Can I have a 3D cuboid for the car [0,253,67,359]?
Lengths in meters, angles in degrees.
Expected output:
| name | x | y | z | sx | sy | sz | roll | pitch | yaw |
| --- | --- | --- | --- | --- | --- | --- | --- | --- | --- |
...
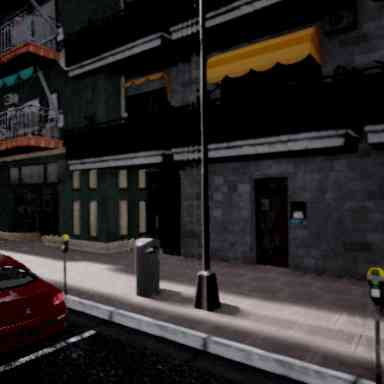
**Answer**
| name | x | y | z | sx | sy | sz | roll | pitch | yaw |
| --- | --- | --- | --- | --- | --- | --- | --- | --- | --- |
| car | -3.720 | 1.641 | 5.378 | 4.206 | 1.307 | 1.802 | -1 | -1 | 35 |
